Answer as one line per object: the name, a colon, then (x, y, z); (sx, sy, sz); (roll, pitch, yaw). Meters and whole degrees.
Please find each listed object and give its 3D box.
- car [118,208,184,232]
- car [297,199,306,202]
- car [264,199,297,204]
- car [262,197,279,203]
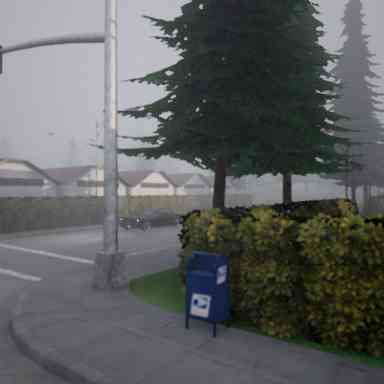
car: (-2.520, 1.765, 21.795); (1.895, 1.301, 4.718); (0, 0, 36)
car: (17.233, 1.756, 53.818); (1.895, 1.301, 4.718); (0, 0, -15)
car: (8.067, 1.649, 30.038); (1.882, 1.535, 5.008); (-1, 0, 21)
car: (9.210, 1.516, 37.946); (2.097, 1.767, 4.553); (0, 0, 36)
